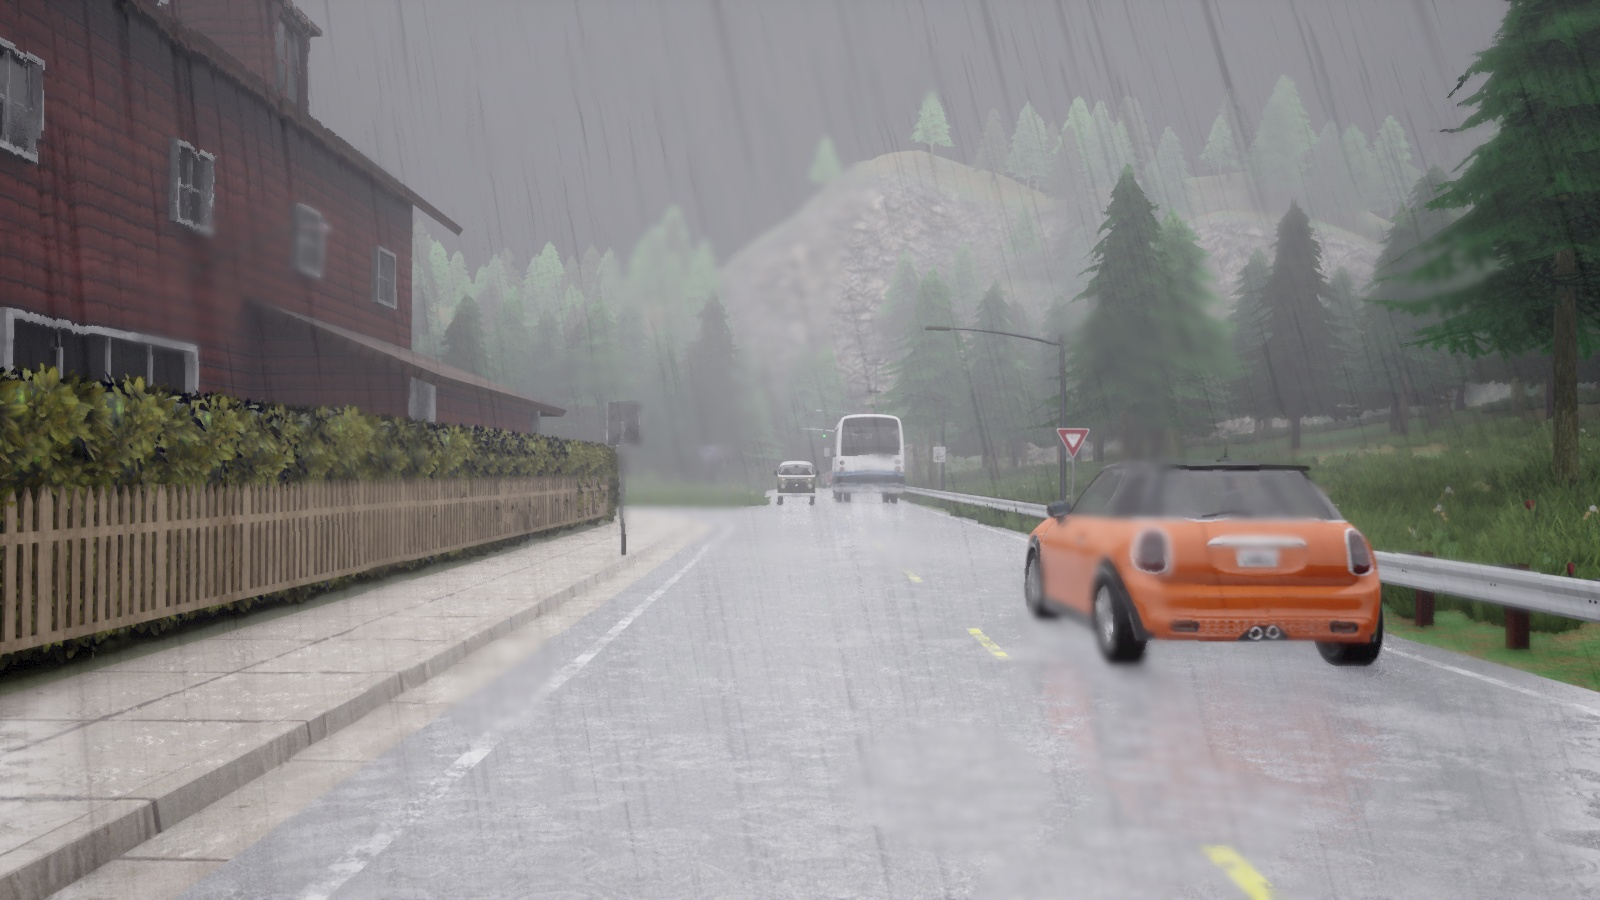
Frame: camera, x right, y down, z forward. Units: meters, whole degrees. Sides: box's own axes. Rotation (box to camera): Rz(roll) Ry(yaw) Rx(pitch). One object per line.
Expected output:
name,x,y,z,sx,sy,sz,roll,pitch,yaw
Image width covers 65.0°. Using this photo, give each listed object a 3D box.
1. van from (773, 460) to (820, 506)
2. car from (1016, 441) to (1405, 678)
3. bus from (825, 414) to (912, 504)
van,-0.152,1.507,57.868,2.069,2.038,4.480,0,-1,0
car,3.470,0.855,11.698,2.097,1.767,4.553,0,-1,0
bus,3.341,0.503,64.365,3.944,4.253,10.273,0,-1,0
